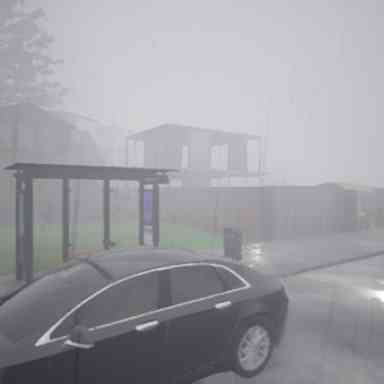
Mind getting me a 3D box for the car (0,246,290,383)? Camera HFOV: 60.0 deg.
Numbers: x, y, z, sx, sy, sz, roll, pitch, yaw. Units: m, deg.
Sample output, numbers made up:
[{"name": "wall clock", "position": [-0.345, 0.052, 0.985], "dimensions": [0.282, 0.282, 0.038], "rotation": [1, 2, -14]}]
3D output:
[{"name": "car", "position": [-0.893, 1.503, 3.963], "dimensions": [4.892, 1.490, 1.837], "rotation": [0, 0, -35]}]
